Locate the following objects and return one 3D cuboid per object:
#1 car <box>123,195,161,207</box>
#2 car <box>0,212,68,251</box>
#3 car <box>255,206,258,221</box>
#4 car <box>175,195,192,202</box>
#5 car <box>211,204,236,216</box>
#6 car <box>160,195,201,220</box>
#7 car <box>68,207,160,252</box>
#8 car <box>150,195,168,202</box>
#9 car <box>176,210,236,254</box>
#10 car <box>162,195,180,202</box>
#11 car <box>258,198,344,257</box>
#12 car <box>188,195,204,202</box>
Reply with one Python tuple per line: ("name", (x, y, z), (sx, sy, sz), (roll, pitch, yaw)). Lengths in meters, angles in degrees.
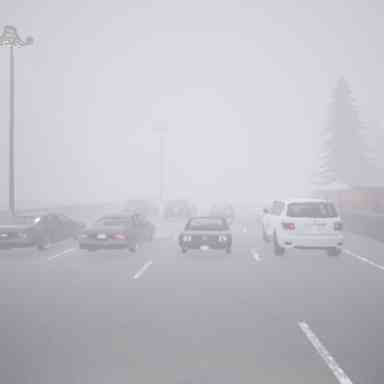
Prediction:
("car", (-4.297, 1.363, 28.468), (2.097, 1.767, 4.553), (0, 0, 11))
("car", (-6.321, 1.560, 14.137), (2.033, 1.411, 5.357), (0, 0, 5))
("car", (6.025, 1.530, 26.543), (1.812, 1.442, 4.674), (0, 0, 11))
("car", (-1.921, 1.475, 77.605), (1.882, 1.535, 5.008), (0, 0, 27))
("car", (2.592, 1.614, 27.224), (1.895, 1.301, 4.718), (0, 0, 11))
("car", (-0.858, 1.363, 27.817), (2.097, 1.767, 4.553), (0, 0, 11))
("car", (-2.837, 1.560, 13.810), (2.033, 1.411, 5.357), (0, 0, 5))
("car", (-8.067, 1.474, 80.956), (1.882, 1.535, 5.008), (0, 0, 27))
("car", (0.651, 1.613, 13.513), (1.895, 1.301, 4.718), (0, 0, 5))
("car", (-4.994, 1.475, 79.281), (1.882, 1.535, 5.008), (0, 0, 27))
("car", (4.136, 1.255, 13.186), (2.150, 2.045, 5.566), (0, 0, 5))
("car", (0.888, 1.415, 75.433), (1.812, 1.442, 4.674), (0, 0, 27))
